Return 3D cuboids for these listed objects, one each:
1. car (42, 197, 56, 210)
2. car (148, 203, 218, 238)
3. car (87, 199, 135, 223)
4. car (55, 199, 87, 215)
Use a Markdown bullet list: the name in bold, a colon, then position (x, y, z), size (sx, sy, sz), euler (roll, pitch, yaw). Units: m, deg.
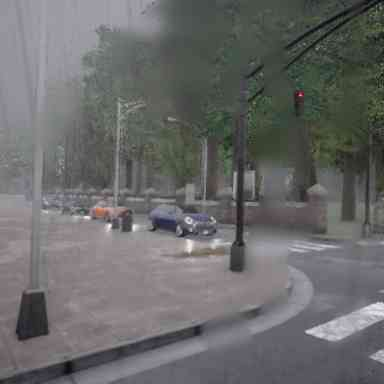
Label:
- **car**: position (-18.614, 1.409, 43.569), size (2.097, 1.767, 4.553), euler (2, -1, -35)
- **car**: position (-0.580, 1.434, 18.436), size (2.097, 1.767, 4.553), euler (2, -1, -35)
- **car**: position (-6.274, 1.429, 26.366), size (2.097, 1.767, 4.553), euler (2, -1, -36)
- **car**: position (-12.250, 1.618, 34.651), size (2.033, 1.411, 5.357), euler (2, -1, -36)
